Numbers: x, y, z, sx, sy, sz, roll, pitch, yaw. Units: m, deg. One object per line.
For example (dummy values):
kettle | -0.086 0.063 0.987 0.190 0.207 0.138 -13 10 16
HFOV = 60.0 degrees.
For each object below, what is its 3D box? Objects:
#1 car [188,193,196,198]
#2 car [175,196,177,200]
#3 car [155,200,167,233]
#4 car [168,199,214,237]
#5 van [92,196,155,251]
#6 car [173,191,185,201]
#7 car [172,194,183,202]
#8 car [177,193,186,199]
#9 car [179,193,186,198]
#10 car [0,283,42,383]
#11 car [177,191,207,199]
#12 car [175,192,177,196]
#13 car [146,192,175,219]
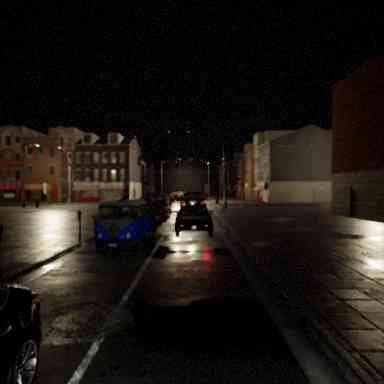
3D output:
car | -0.011 0.915 83.730 1.895 1.301 4.718 0 0 0
car | -2.647 1.312 29.494 1.887 1.381 4.507 0 0 0
car | -2.645 1.395 18.626 1.887 1.381 4.507 0 0 0
car | 0.096 1.352 17.292 2.128 1.511 4.902 0 0 0
van | -2.645 1.234 13.191 1.690 1.788 3.998 0 0 0
car | -2.654 0.820 66.755 2.192 1.841 5.009 0 0 0
car | -2.651 1.107 61.329 1.947 1.339 4.313 0 0 0
car | -2.655 0.954 83.037 2.008 1.369 4.403 0 0 0
car | -2.656 0.905 93.891 1.947 1.339 4.313 0 0 0
car | -2.642 1.545 2.326 1.947 1.339 4.313 0 0 0
car | 0.096 0.993 29.009 2.150 2.045 5.566 0 0 0
car | -2.652 0.893 55.901 2.192 1.841 5.009 0 0 0
car | -2.647 1.123 24.058 2.192 1.841 5.009 0 0 0
